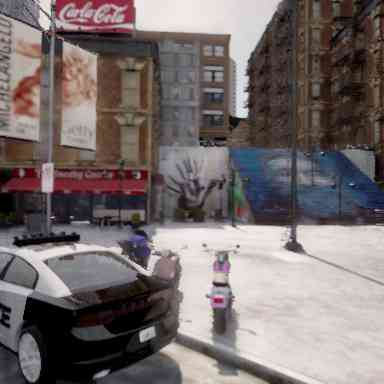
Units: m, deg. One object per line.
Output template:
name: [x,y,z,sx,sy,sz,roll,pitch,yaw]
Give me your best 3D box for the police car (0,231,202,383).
police car: [-2.548,1.524,5.660,5.238,1.638,1.930,0,-2,39]
